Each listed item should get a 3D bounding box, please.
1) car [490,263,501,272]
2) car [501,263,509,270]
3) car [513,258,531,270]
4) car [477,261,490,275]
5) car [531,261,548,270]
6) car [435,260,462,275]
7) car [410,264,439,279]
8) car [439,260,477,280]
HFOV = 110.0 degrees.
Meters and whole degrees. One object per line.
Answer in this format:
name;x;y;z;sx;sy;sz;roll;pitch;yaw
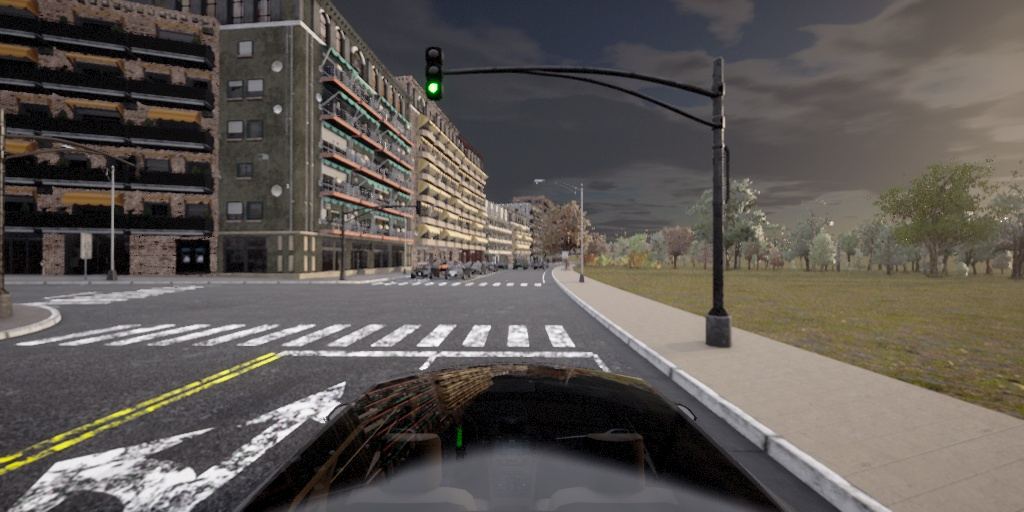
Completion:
car;-3.259;1.670;53.234;1.994;1.385;4.181;0;0;7
car;-1.867;1.799;63.276;1.895;1.301;4.718;0;-1;9
car;1.552;1.420;63.092;2.150;2.045;5.566;0;-1;9
car;-4.307;1.535;44.091;1.837;1.490;4.892;0;0;6
car;4.961;1.722;64.735;1.837;1.490;4.892;0;-1;9
car;-7.618;1.376;43.577;2.097;1.767;4.553;0;0;6
car;-8.392;1.520;35.156;1.994;1.385;4.181;0;0;5
car;-5.162;1.445;34.788;2.128;1.511;4.902;0;0;5
